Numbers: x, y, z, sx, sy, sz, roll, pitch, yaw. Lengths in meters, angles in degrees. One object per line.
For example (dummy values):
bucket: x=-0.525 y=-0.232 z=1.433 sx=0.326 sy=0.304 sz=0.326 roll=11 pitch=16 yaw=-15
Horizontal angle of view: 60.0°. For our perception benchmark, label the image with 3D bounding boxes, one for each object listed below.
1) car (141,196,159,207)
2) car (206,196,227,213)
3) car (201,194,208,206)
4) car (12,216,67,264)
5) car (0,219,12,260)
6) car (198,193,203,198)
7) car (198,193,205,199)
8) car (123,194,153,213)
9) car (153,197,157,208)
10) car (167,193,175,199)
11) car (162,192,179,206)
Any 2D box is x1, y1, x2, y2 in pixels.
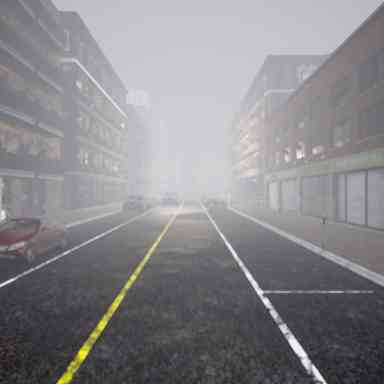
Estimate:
car: x=-5.715 y=1.299 z=45.347 sx=1.887 sy=1.381 sz=4.507 roll=0 pitch=0 yaw=0
car: x=2.672 y=1.340 z=34.245 sx=1.752 sy=1.417 sz=4.829 roll=0 pitch=0 yaw=0
car: x=2.665 y=1.298 z=45.347 sx=1.887 sy=1.381 sz=4.507 roll=0 pitch=0 yaw=0
car: x=-5.696 y=1.520 z=11.529 sx=1.802 sy=1.307 sz=4.206 roll=0 pitch=0 yaw=0
car: x=-5.691 y=1.283 z=5.891 sx=2.192 sy=1.841 sz=5.009 roll=0 pitch=0 yaw=0
car: x=2.652 y=1.179 z=67.891 sx=2.008 sy=1.369 sz=4.403 roll=0 pitch=0 yaw=0
car: x=2.640 y=1.026 z=90.606 sx=1.752 sy=1.417 sz=4.829 roll=0 pitch=0 yaw=0
car: x=-5.707 y=1.131 z=34.073 sx=2.192 sy=1.841 sz=5.009 roll=0 pitch=0 yaw=0
car: x=-5.712 y=1.225 z=39.709 sx=1.967 sy=1.590 sz=4.097 roll=0 pitch=0 yaw=0
car: x=-5.742 y=1.053 z=90.435 sx=2.008 sy=1.369 sz=4.403 roll=0 pitch=0 yaw=0
car: x=-3.027 y=0.975 z=47.537 sx=2.150 sy=2.045 sz=5.566 roll=0 pitch=0 yaw=0
